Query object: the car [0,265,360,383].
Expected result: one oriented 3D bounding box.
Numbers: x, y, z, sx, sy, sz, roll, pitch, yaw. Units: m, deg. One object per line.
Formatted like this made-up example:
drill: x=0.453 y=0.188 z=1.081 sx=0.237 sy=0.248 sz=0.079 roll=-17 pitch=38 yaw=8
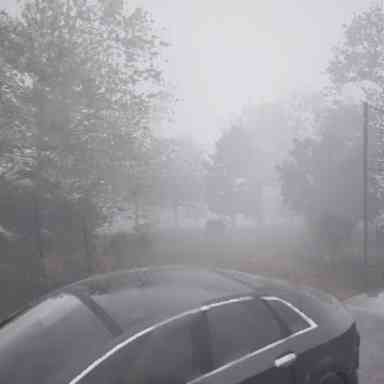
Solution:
car: x=-0.536 y=1.506 z=2.702 sx=4.892 sy=1.490 sz=1.837 roll=0 pitch=0 yaw=-36
